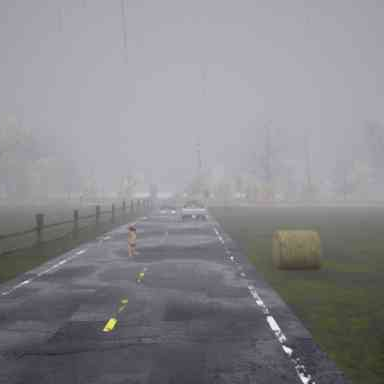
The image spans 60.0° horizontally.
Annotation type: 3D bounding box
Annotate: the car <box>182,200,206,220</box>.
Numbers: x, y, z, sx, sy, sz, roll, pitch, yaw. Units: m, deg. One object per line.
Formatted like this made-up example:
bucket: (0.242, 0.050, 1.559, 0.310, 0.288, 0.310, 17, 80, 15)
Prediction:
car: (0.110, 1.573, 27.874, 1.895, 1.301, 4.718, 0, 0, -1)

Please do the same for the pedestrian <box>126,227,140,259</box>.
pedestrian: (-1.942, 1.668, 11.073, 0.500, 1.100, 0.500, 0, 1, -1)

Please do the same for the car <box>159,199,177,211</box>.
car: (-2.792, 1.500, 40.155, 2.033, 1.411, 5.357, 0, 0, 1)

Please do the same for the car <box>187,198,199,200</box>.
car: (0.109, 1.456, 40.790, 1.837, 1.490, 4.892, 0, 0, 0)

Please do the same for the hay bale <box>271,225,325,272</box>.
hay bale: (3.131, 1.650, 10.024, 1.220, 1.180, 1.240, 0, 1, 0)
